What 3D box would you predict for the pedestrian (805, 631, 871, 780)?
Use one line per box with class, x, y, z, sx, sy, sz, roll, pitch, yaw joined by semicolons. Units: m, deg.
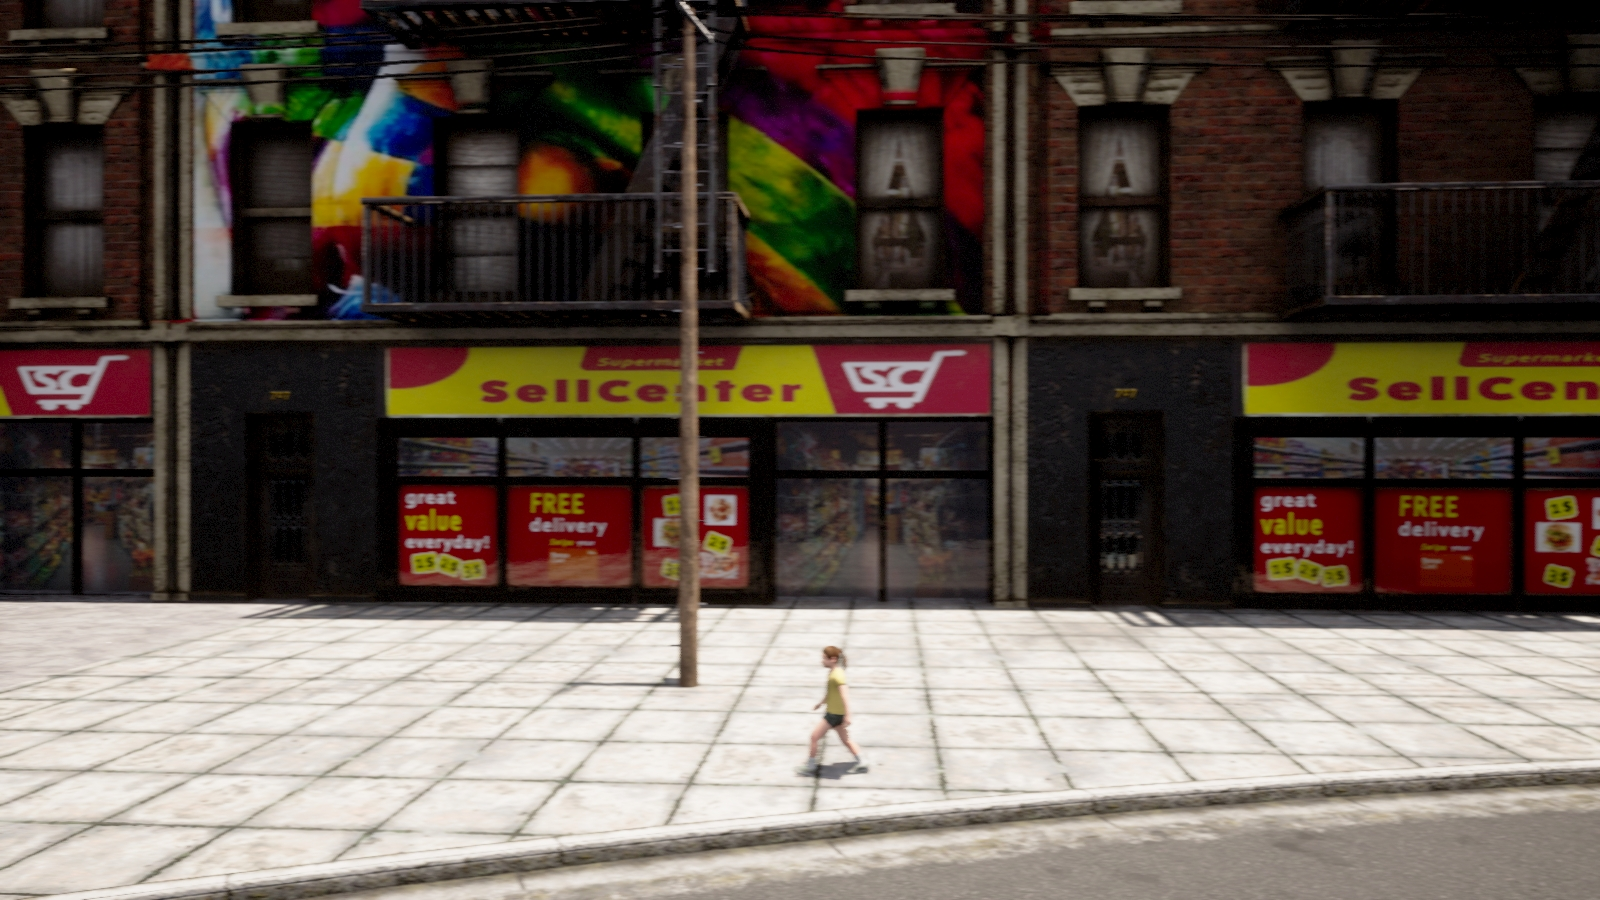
pedestrian;0.304;2.064;9.304;0.500;1.100;0.500;0;0;-2
